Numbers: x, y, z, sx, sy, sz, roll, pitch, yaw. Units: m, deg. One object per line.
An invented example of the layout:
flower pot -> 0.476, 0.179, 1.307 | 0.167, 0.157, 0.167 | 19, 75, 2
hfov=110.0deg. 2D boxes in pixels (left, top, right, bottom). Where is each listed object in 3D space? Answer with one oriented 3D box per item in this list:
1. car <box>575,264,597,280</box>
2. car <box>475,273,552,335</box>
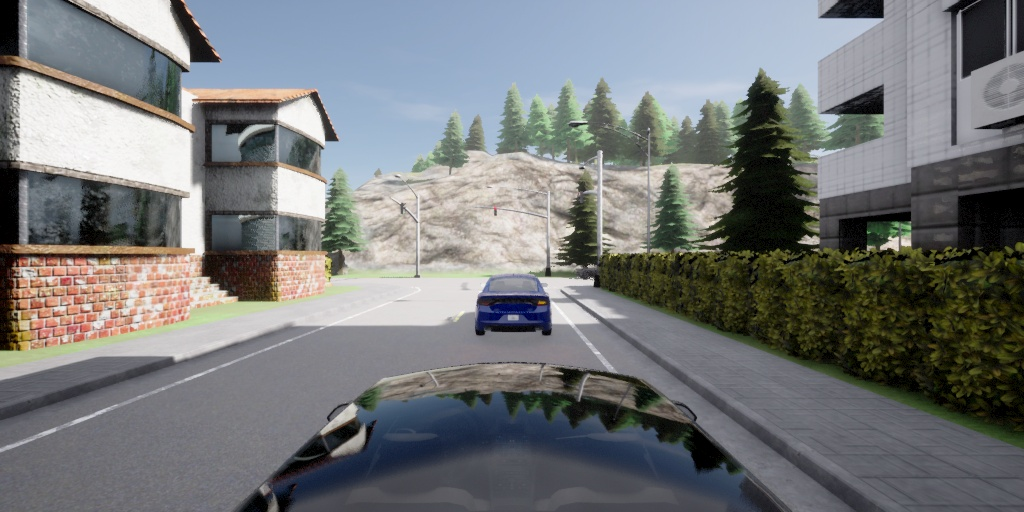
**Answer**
car -> 7.747, 1.276, 30.494 | 4.674, 1.442, 1.812 | 0, 0, 1
car -> 0.050, 1.228, 10.488 | 1.882, 1.535, 5.008 | 0, 0, 0
